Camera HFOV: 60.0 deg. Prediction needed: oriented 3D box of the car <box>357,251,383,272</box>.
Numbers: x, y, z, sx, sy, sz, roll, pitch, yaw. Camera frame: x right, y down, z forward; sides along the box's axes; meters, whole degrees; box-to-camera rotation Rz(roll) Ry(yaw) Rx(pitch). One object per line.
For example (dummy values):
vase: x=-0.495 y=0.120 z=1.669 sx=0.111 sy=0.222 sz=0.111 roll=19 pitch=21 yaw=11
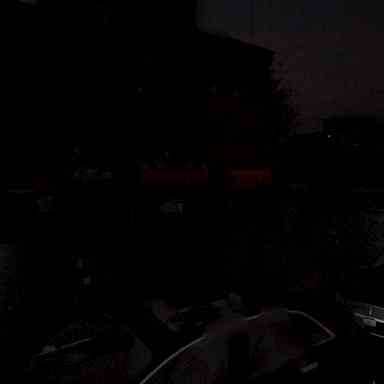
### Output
car: x=4.214 y=1.549 z=5.835 sx=4.403 sy=1.369 sz=2.008 roll=0 pitch=-2 yaw=-35

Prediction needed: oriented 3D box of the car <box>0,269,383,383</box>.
car: x=-0.225 y=1.550 z=2.674 sx=4.403 sy=1.369 sz=2.008 roll=0 pitch=-2 yaw=-35
